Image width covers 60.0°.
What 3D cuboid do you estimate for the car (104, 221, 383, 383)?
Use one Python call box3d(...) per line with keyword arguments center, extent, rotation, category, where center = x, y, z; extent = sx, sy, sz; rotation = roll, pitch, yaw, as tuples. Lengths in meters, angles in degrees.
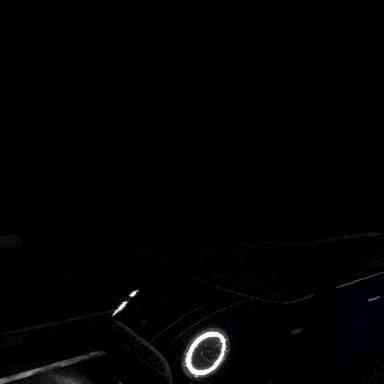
box3d(center=(1.184, 1.354, 4.530), extent=(4.553, 1.767, 2.097), rotation=(0, 0, -35), category="car")
